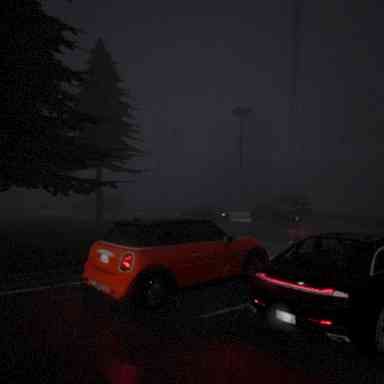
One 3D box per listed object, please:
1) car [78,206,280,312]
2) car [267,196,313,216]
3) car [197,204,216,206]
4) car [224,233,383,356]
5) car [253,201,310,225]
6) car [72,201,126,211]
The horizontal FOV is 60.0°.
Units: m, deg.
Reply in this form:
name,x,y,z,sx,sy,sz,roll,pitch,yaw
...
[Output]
name,x,y,z,sx,sy,sz,roll,pitch,yaw
car,-0.152,1.377,8.078,4.553,1.767,2.097,1,0,-41
car,7.836,1.365,29.327,2.150,2.045,5.566,1,0,-36
car,1.000,1.658,26.350,1.994,1.385,4.181,1,0,-42
car,3.108,1.529,6.211,4.902,1.511,2.128,0,0,-42
car,6.270,1.645,25.110,1.812,1.442,4.674,1,0,-26
car,-9.892,1.287,35.808,5.566,2.045,2.150,0,0,-9
